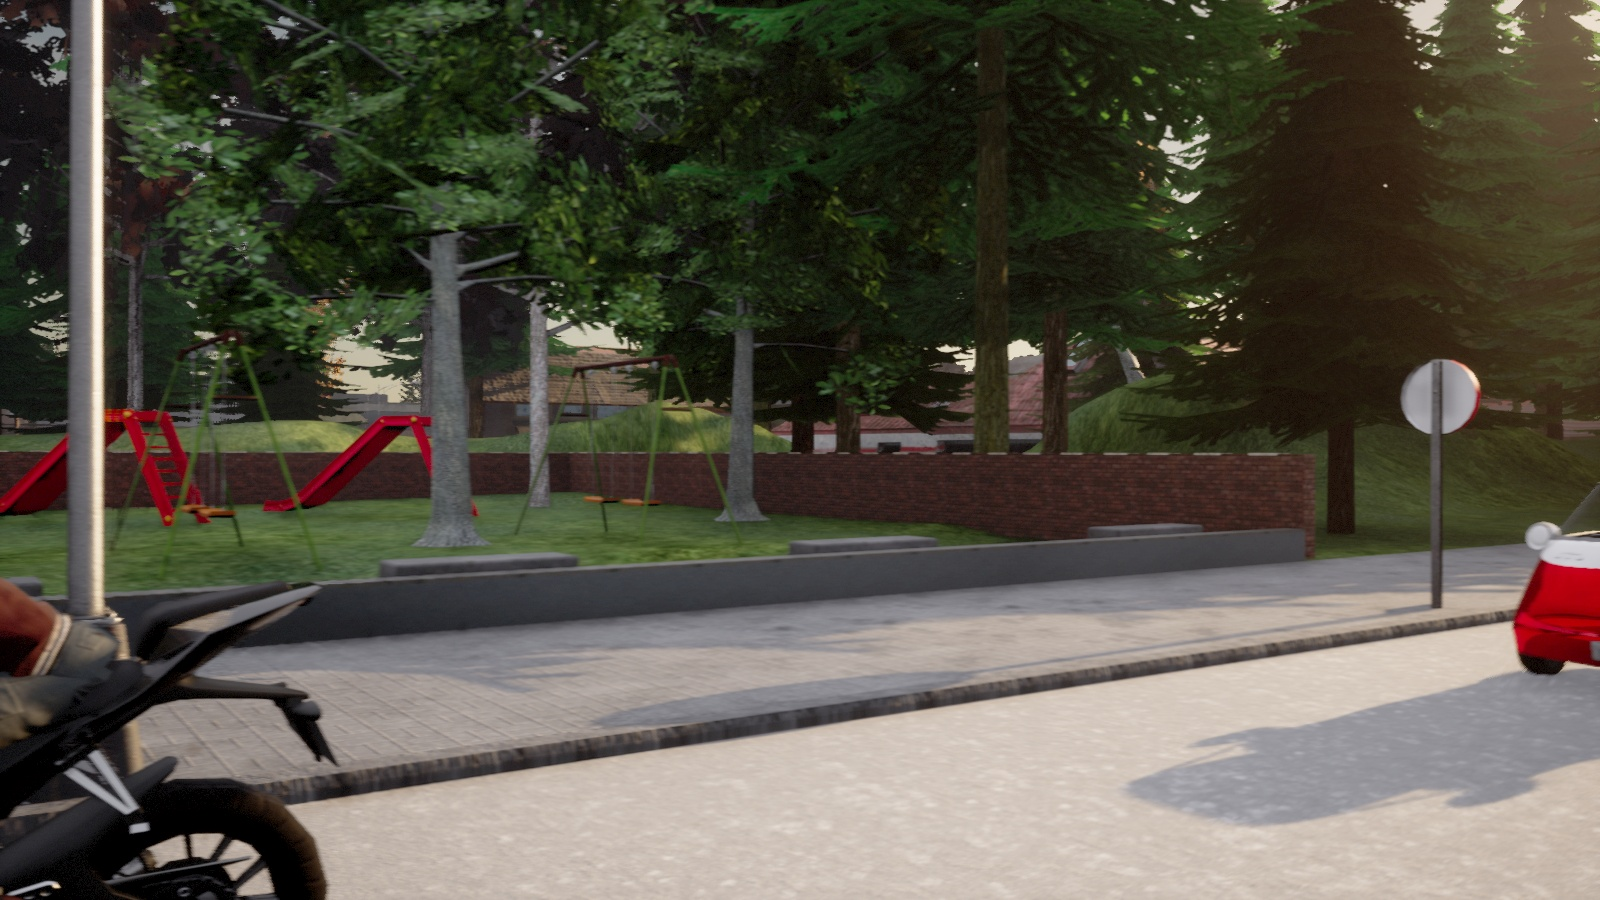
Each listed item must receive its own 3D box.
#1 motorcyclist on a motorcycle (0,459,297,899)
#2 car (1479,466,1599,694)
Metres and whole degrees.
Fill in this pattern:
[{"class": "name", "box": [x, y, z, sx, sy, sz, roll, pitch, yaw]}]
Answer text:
[{"class": "motorcyclist on a motorcycle", "box": [-2.318, 0.791, 2.655, 2.191, 1.530, 0.866, 0, 0, -35]}, {"class": "car", "box": [5.820, 0.809, 8.326, 2.207, 1.376, 1.481, 0, 0, -35]}]
